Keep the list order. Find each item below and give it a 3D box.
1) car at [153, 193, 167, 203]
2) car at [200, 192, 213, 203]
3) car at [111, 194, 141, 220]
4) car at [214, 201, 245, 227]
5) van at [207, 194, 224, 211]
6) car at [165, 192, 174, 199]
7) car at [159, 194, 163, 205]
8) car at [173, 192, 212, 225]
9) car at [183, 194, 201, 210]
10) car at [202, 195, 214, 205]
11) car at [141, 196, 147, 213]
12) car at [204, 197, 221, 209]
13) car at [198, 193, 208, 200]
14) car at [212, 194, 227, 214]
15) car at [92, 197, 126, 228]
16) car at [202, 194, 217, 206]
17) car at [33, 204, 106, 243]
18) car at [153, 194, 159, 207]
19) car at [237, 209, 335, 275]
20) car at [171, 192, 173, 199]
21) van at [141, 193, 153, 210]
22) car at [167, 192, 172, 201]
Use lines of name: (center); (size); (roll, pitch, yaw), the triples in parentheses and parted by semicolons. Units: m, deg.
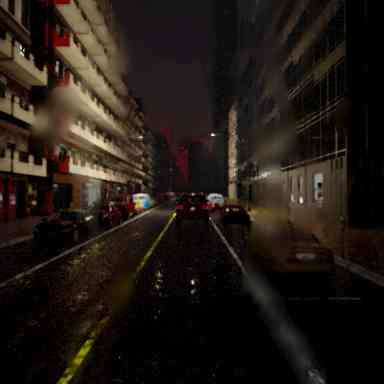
car: (-5.782, 1.048, 54.259); (2.192, 1.841, 5.009); (1, 0, 0)
car: (2.550, 1.016, 59.921); (2.192, 1.841, 5.009); (1, 0, 0)
car: (-5.743, 1.188, 26.527); (2.192, 1.841, 5.009); (1, 0, 0)
car: (2.649, 1.478, 21.087); (1.802, 1.307, 4.206); (1, 0, 0)
van: (2.609, 1.155, 37.729); (1.690, 1.788, 3.998); (1, 0, 0)
car: (-5.871, 0.878, 87.539); (2.192, 1.841, 5.009); (1, 0, 0)
car: (-5.772, 1.344, 48.713); (1.802, 1.307, 4.206); (1, 0, 0)
car: (0.035, 1.109, 23.400); (2.150, 2.045, 5.566); (0, 1, 0)
car: (-0.010, 1.151, 40.773); (2.097, 1.767, 4.553); (0, 0, 0)
car: (2.560, 1.253, 54.544); (1.752, 1.417, 4.829); (1, 0, 0)
car: (-5.769, 1.372, 31.903); (1.752, 1.417, 4.829); (1, 0, 0)
car: (2.590, 1.351, 43.279); (1.947, 1.339, 4.313); (1, 0, 0)
car: (2.503, 1.056, 76.564); (1.967, 1.590, 4.097); (1, 0, 0)
car: (2.622, 1.282, 32.182); (1.967, 1.590, 4.097); (1, 0, 0)
car: (-5.728, 1.341, 20.981); (1.967, 1.590, 4.097); (1, 0, 0)
car: (2.577, 1.197, 48.826); (1.967, 1.590, 4.097); (1, 0, 0)
car: (-5.715, 1.478, 15.434); (2.008, 1.369, 4.403); (1, 0, 0)
car: (-5.756, 1.316, 42.997); (1.752, 1.417, 4.829); (1, 0, 0)
car: (2.680, 1.474, 10.160); (1.752, 1.417, 4.829); (1, 0, 0)
car: (-5.847, 1.202, 76.448); (1.802, 1.307, 4.206); (1, 0, 0)
van: (-5.745, 1.159, 37.620); (1.690, 1.788, 3.998); (1, 0, 0)
car: (-5.832, 1.214, 70.901); (1.947, 1.339, 4.313); (1, 0, 0)
